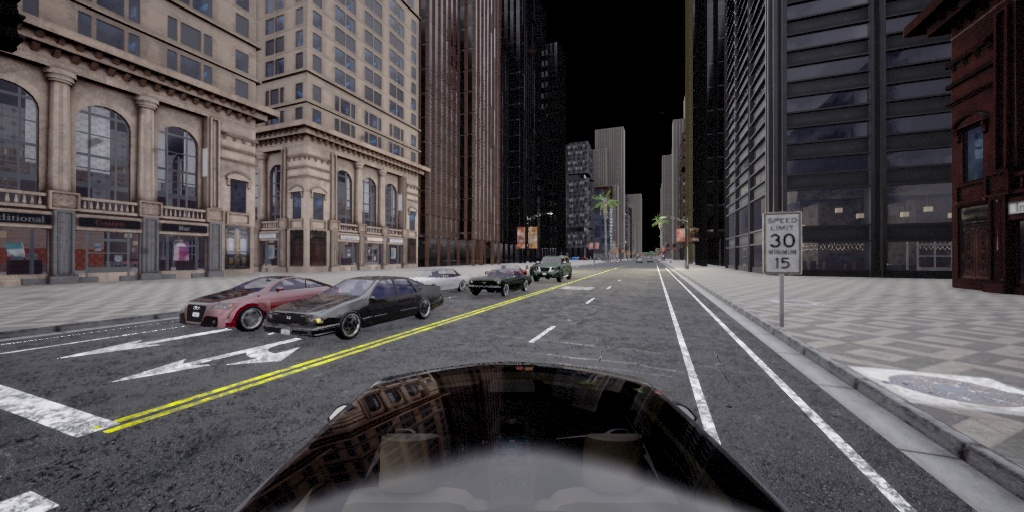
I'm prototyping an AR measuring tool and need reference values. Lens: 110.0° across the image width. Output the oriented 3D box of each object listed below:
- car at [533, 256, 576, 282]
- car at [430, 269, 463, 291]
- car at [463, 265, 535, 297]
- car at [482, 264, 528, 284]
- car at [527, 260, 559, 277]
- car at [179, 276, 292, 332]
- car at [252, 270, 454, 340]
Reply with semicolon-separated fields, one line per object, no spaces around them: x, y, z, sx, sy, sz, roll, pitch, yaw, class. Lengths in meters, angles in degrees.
3.419;0.986;29.305;2.150;2.045;5.566;0;0;21;car
-4.110;1.356;19.152;1.895;1.301;4.718;0;0;22;car
-0.528;1.357;19.364;1.895;1.301;4.718;0;0;22;car
-0.436;1.363;28.411;1.895;1.301;4.718;0;0;22;car
3.363;1.250;37.884;1.882;1.535;5.008;0;0;22;car
-7.335;1.315;11.006;1.994;1.385;4.181;0;0;22;car
-4.064;1.299;10.450;2.033;1.411;5.357;0;0;22;car
